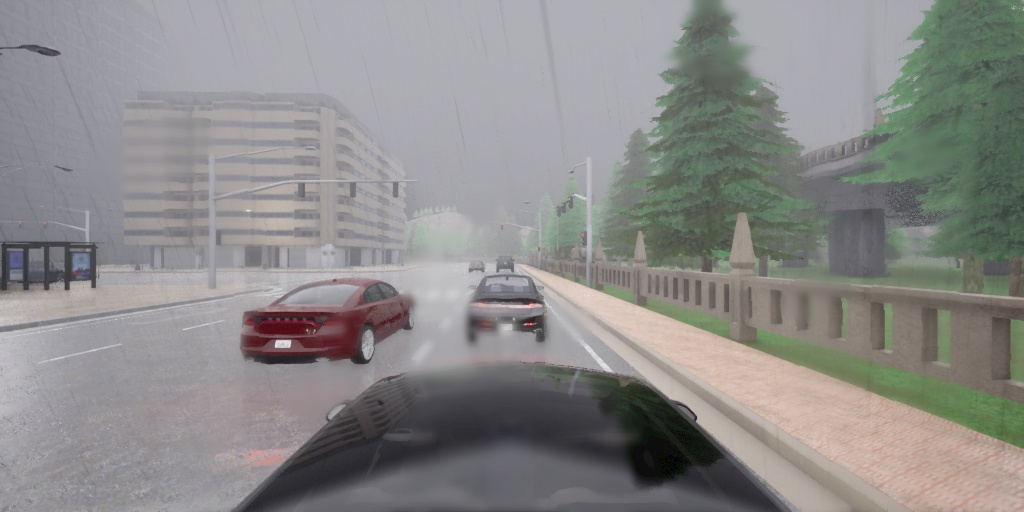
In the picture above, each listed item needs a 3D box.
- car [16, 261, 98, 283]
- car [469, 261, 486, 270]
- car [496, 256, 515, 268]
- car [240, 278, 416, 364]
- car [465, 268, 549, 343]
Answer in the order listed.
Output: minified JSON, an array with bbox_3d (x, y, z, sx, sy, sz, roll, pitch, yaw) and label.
[{"bbox_3d":[-35.672,1.158,28.161,4.553,1.767,2.097,0,0,-2],"label":"car"},{"bbox_3d":[-4.369,1.298,44.941,2.033,1.411,5.357,0,0,-1],"label":"car"},{"bbox_3d":[-0.864,0.971,45.171,2.150,2.045,5.566,0,0,-1],"label":"car"},{"bbox_3d":[-3.596,1.228,8.095,1.882,1.535,5.008,0,0,0],"label":"car"},{"bbox_3d":[-0.128,1.242,9.656,2.128,1.511,4.902,0,0,-1],"label":"car"}]
